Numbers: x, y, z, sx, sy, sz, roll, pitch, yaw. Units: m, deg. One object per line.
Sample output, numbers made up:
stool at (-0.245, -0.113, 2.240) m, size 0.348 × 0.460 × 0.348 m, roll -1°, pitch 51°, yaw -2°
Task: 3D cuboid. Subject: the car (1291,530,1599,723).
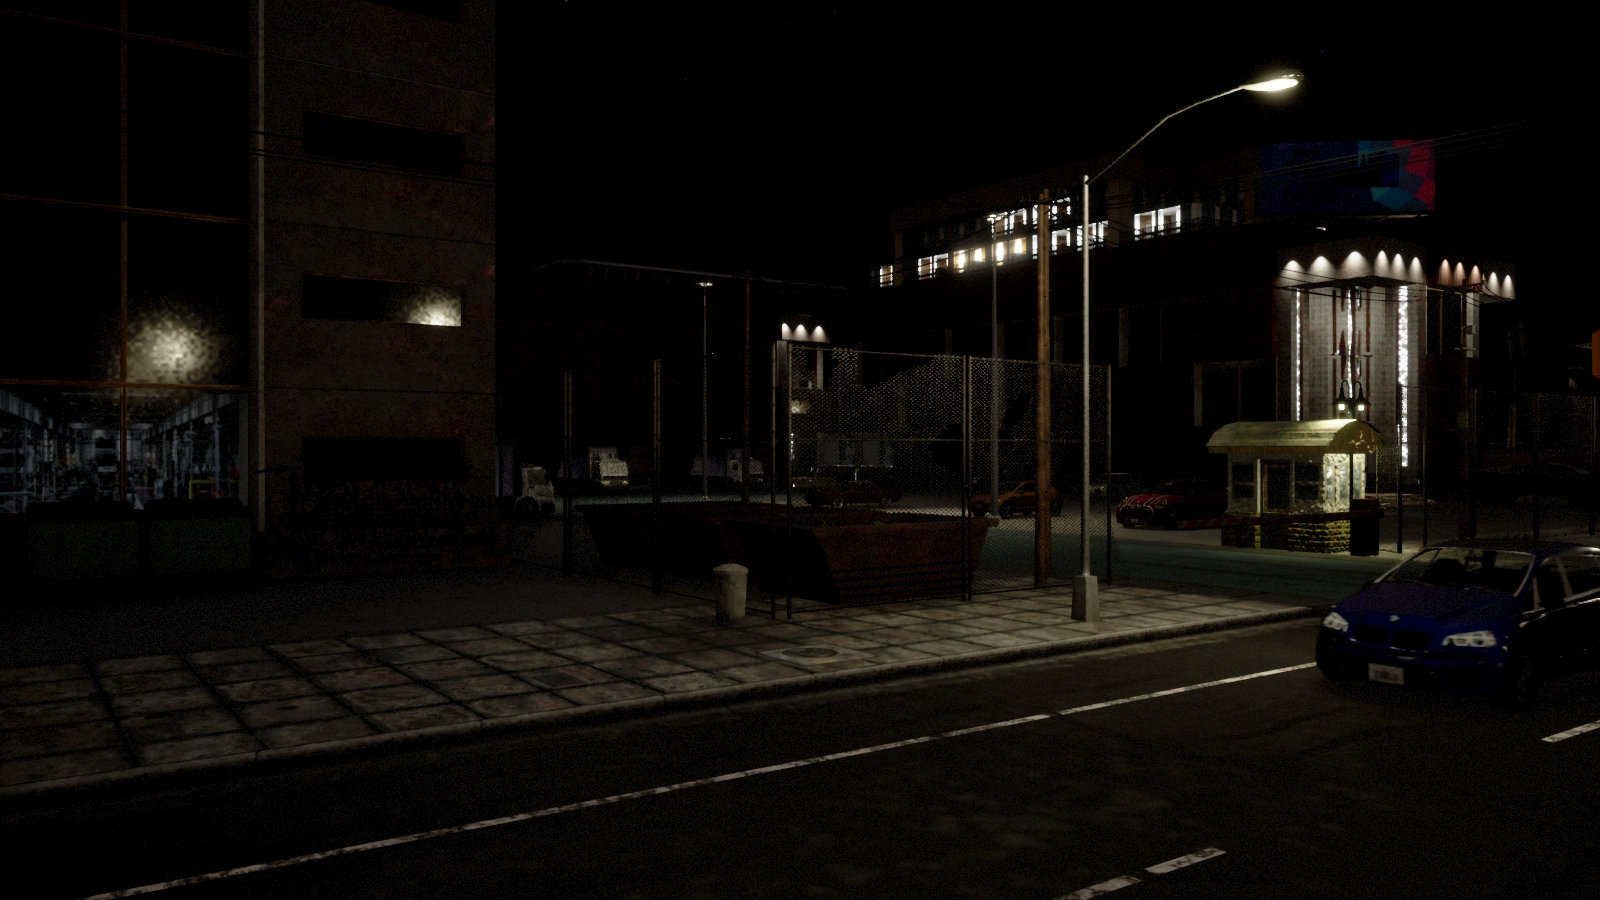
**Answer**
car at (8.351, 1.968, 13.953) m, size 4.611 × 1.667 × 2.242 m, roll 0°, pitch 0°, yaw -35°
